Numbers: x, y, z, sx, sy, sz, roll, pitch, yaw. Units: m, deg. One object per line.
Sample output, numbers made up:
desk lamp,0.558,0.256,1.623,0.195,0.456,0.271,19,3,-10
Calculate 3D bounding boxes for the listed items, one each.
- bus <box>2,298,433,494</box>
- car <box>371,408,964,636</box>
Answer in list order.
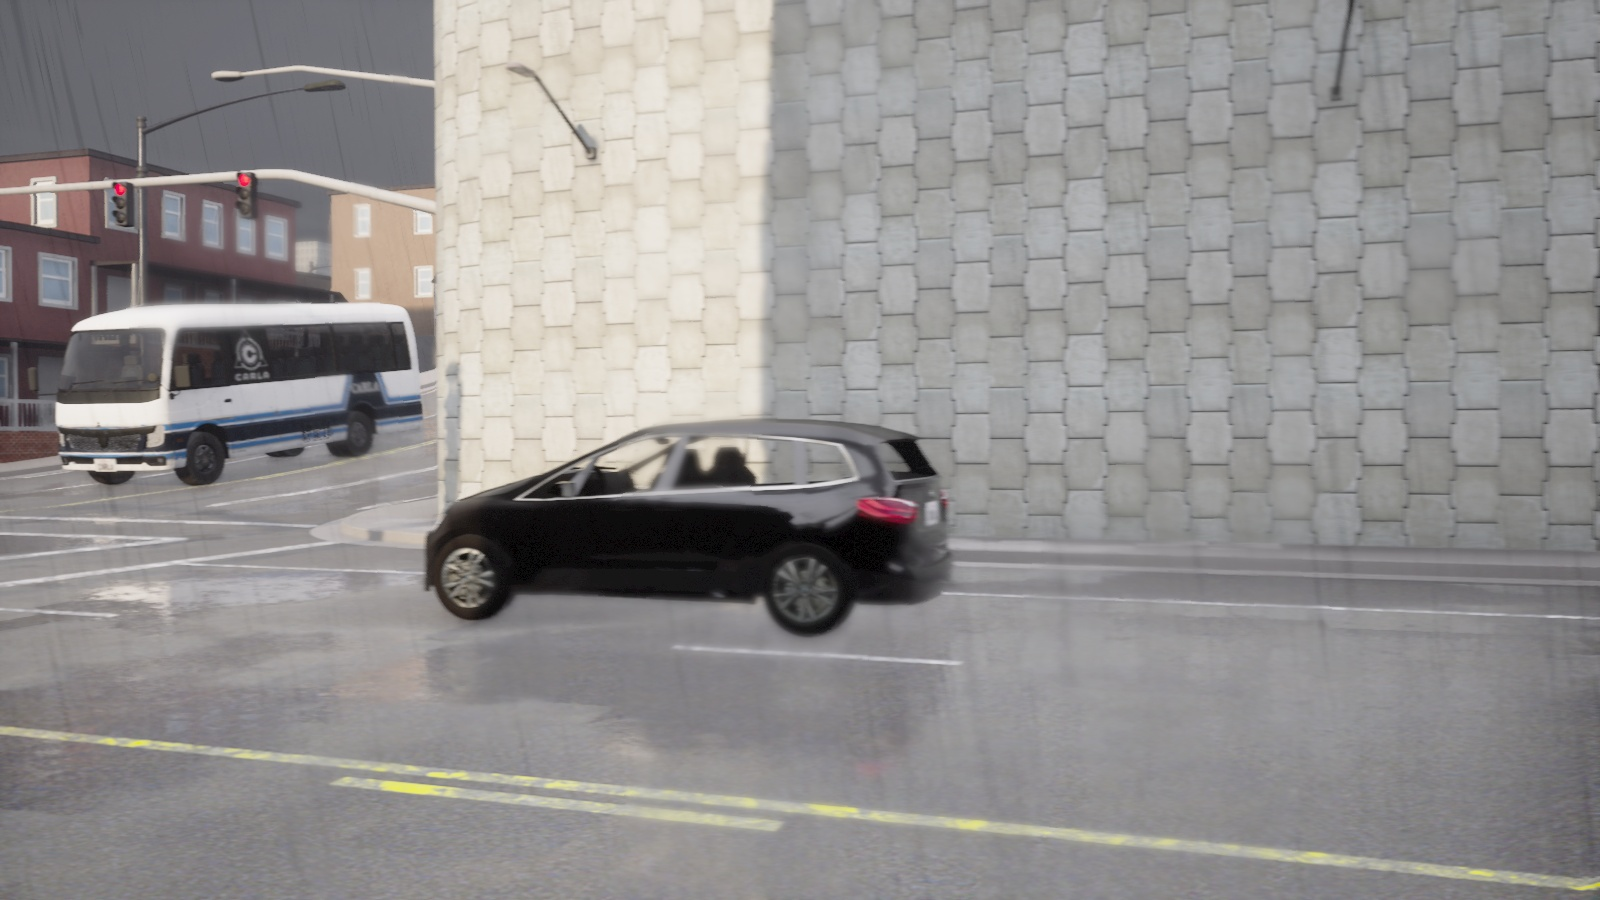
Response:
bus,-14.372,-1.739,32.630,3.944,4.253,10.273,1,7,18
car,-1.076,0.492,10.940,4.611,1.667,2.242,1,1,18
